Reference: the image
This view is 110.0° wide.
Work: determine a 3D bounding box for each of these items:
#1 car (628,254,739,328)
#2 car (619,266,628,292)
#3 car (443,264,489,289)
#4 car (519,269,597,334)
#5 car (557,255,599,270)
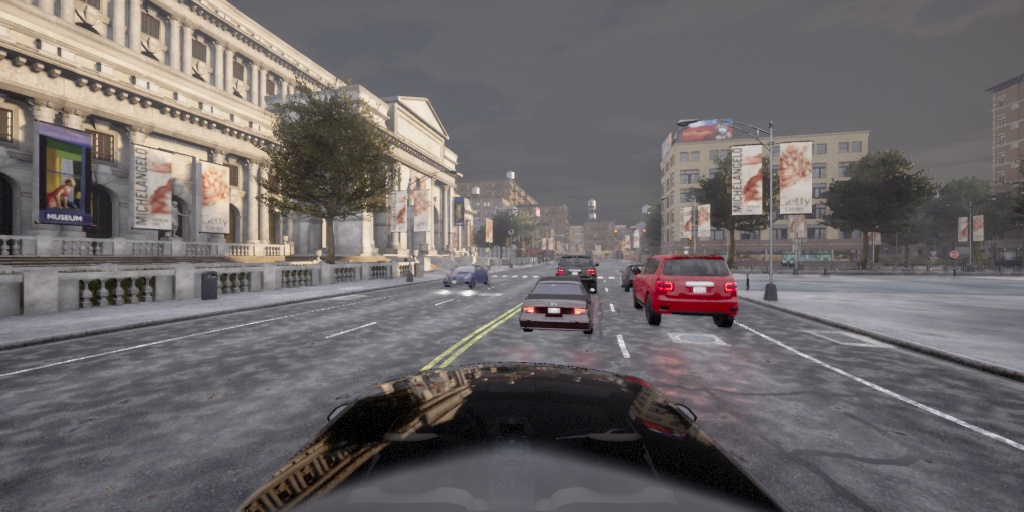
[{"bbox_3d":[5.327,0.969,11.721,2.150,2.045,5.566,0,0,12],"label":"car"},{"bbox_3d":[7.528,1.255,21.208,1.837,1.490,4.892,0,0,13],"label":"car"},{"bbox_3d":[-2.861,1.276,23.466,1.812,1.442,4.674,0,0,14],"label":"car"},{"bbox_3d":[1.455,1.297,10.677,2.033,1.411,5.357,0,0,11],"label":"car"},{"bbox_3d":[3.786,0.971,20.656,2.150,2.045,5.566,0,0,13],"label":"car"}]
